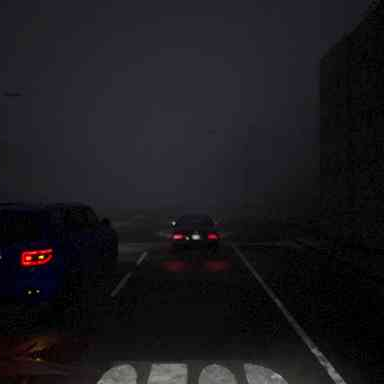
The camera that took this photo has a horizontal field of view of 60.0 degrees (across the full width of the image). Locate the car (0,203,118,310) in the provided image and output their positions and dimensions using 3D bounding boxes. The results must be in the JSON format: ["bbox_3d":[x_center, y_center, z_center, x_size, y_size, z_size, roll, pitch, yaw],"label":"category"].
[{"bbox_3d":[-3.387,1.259,8.046,2.150,2.045,5.566,0,0,0],"label":"car"}]

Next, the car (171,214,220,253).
[{"bbox_3d":[0.124,1.609,13.936,2.033,1.411,5.357,0,0,0],"label":"car"}]
